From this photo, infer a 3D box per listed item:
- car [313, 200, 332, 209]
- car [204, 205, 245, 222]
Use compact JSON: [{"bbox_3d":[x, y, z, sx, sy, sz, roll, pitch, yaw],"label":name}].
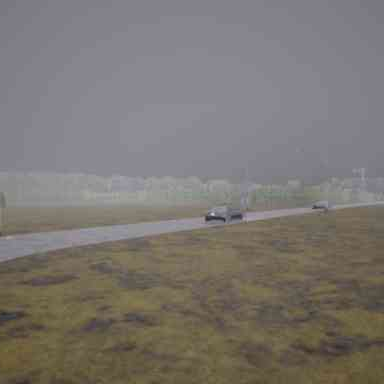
[{"bbox_3d":[20.530,1.999,52.247,1.994,1.385,4.181,-1,-1,36],"label":"car"},{"bbox_3d":[2.803,1.716,27.518,1.994,1.385,4.181,-1,-1,36],"label":"car"}]
